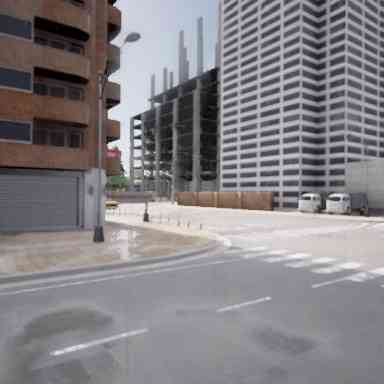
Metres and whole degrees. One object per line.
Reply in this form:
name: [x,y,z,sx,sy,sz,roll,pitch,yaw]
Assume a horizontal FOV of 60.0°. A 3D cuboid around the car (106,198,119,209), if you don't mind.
car: [-12.475,1.706,49.343,1.882,1.535,5.008,1,-1,-35]
